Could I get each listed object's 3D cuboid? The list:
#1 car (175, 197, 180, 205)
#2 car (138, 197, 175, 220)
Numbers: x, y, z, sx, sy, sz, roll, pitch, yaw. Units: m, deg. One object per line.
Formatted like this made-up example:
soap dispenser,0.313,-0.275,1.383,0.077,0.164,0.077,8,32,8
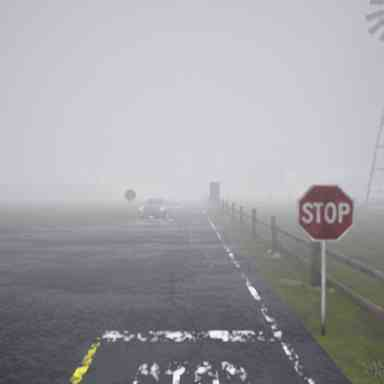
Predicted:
car,-2.841,1.371,51.125,1.895,1.301,4.718,0,0,0
car,-2.857,1.231,26.517,2.097,1.767,4.553,0,0,3
